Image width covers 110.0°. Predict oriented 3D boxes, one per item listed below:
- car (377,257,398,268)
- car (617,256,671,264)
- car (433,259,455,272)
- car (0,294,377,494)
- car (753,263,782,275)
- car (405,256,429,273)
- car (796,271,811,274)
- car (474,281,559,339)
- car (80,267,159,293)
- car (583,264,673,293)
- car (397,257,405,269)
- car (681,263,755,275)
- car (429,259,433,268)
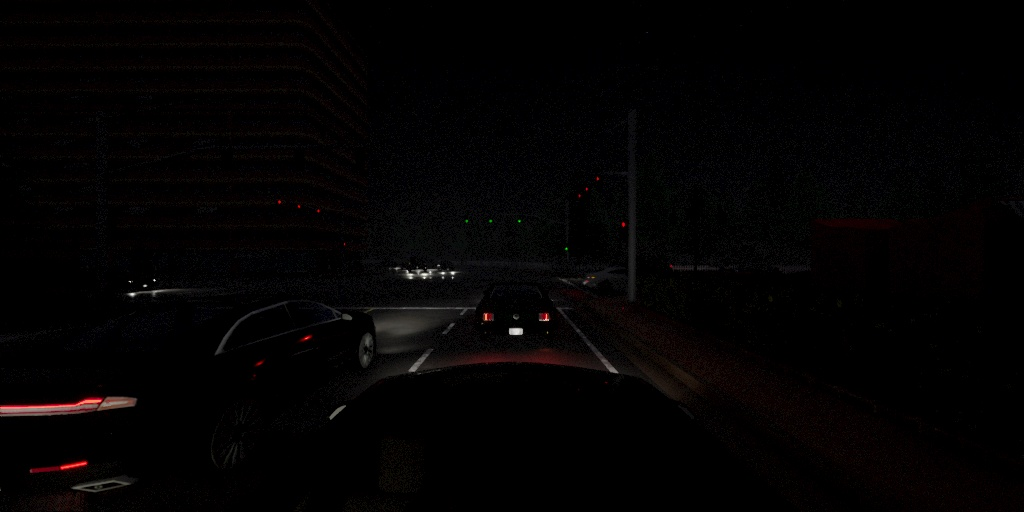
[{"bbox_3d":[-21.433,1.314,61.623,4.181,1.385,1.994,0,0,43],"label":"car"},{"bbox_3d":[11.084,1.027,31.355,5.566,2.045,2.150,0,0,1],"label":"car"},{"bbox_3d":[-8.879,1.297,47.739,2.033,1.411,5.357,0,0,-18],"label":"car"},{"bbox_3d":[-3.426,1.242,4.732,2.128,1.511,4.902,0,0,0],"label":"car"},{"bbox_3d":[20.851,1.331,31.235,4.674,1.442,1.812,0,0,0],"label":"car"},{"bbox_3d":[-11.802,0.971,44.795,2.150,2.045,5.566,0,0,-15],"label":"car"},{"bbox_3d":[24.808,1.406,27.711,4.718,1.301,1.895,0,0,0],"label":"car"},{"bbox_3d":[0.112,1.351,10.000,1.895,1.301,4.718,0,0,0],"label":"car"},{"bbox_3d":[-24.076,1.353,20.958,5.357,1.411,2.033,0,0,1],"label":"car"},{"bbox_3d":[6.487,1.333,20.688,4.674,1.442,1.812,0,0,0],"label":"car"},{"bbox_3d":[-15.370,1.275,53.769,1.812,1.442,4.674,0,0,-31],"label":"car"},{"bbox_3d":[15.641,1.406,27.795,4.718,1.301,1.895,0,0,1],"label":"car"},{"bbox_3d":[-12.901,1.255,56.425,1.837,1.490,4.892,0,0,-32],"label":"car"}]
